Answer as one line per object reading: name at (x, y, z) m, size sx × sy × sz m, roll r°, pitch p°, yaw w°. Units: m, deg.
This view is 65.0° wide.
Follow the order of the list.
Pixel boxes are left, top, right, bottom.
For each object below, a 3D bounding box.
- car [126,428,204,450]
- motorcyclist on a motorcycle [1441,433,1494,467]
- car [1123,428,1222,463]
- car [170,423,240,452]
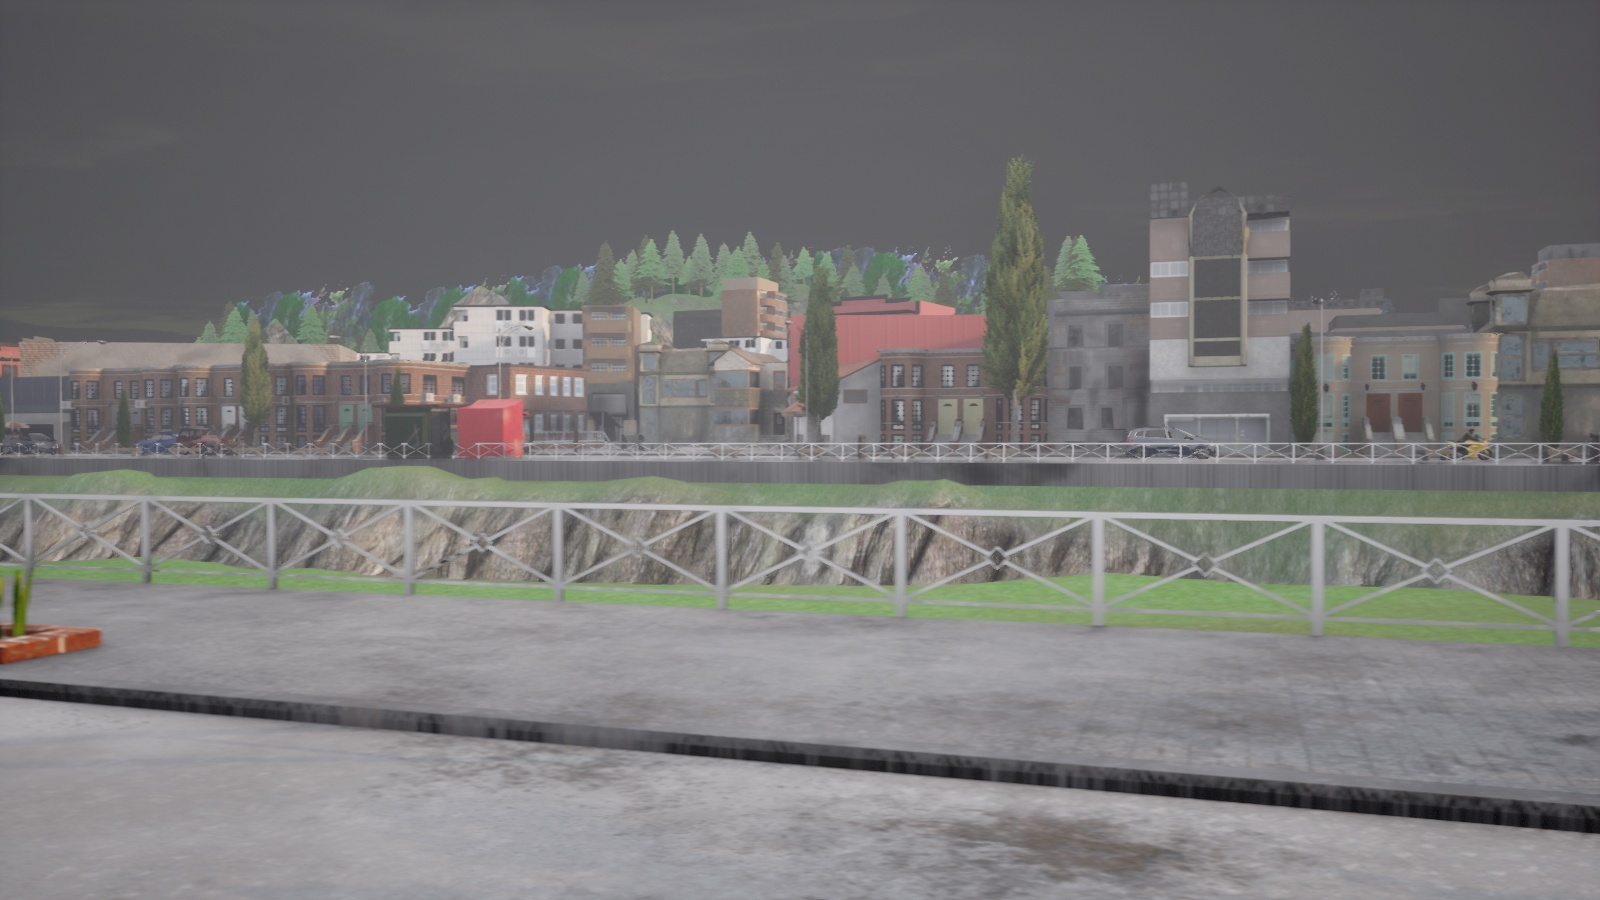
car at (-44.477, -0.772, 87.993) m, size 5.008 × 1.535 × 1.882 m, roll 1°, pitch 1°, yaw 19°
motorcyclist on a motorcycle at (31.015, -0.010, 58.401) m, size 2.044 × 1.523 × 0.797 m, roll 1°, pitch 1°, yaw 19°
car at (18.579, -0.261, 62.579) m, size 4.611 × 1.667 × 2.242 m, roll 1°, pitch 1°, yaw 19°
car at (-38.770, -0.834, 81.854) m, size 3.866 × 1.878 × 1.905 m, roll 1°, pitch 1°, yaw 19°
